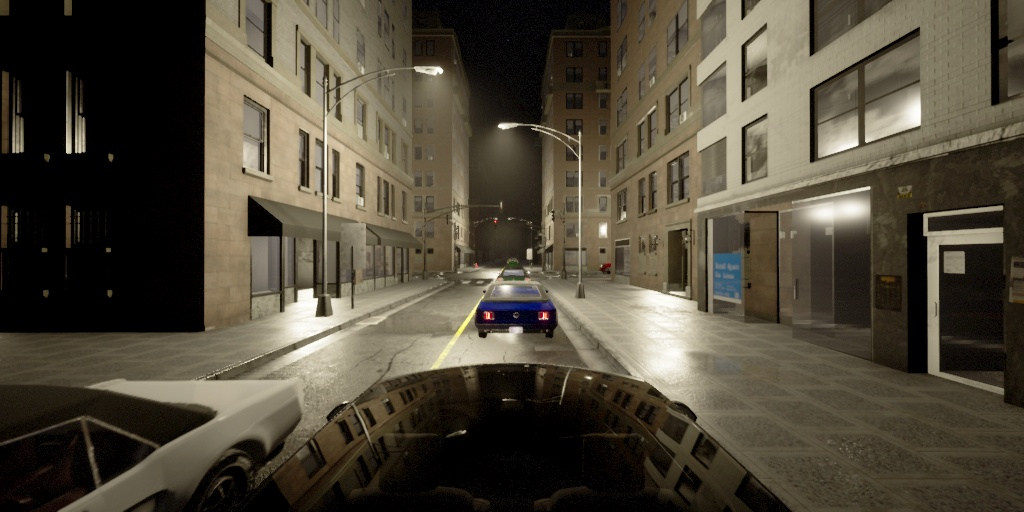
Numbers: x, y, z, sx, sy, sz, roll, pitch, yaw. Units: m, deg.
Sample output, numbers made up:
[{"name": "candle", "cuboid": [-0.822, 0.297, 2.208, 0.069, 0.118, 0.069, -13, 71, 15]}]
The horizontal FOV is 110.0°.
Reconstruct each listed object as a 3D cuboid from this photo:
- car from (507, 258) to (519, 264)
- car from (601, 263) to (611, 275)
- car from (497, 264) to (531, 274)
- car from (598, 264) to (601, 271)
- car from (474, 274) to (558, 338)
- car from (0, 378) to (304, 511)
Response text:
[{"name": "car", "cuboid": [0.113, 1.163, 63.207, 2.097, 1.767, 4.553, 0, 0, 0]}, {"name": "car", "cuboid": [12.444, 1.322, 37.395, 5.357, 1.411, 2.033, 0, 0, 0]}, {"name": "car", "cuboid": [0.092, 1.320, 20.032, 1.994, 1.385, 4.181, 0, 0, 0]}, {"name": "car", "cuboid": [12.256, 1.099, 39.928, 5.009, 1.841, 2.192, 0, 0, 0]}, {"name": "car", "cuboid": [0.099, 1.352, 10.142, 1.895, 1.301, 4.718, 0, 0, 0]}, {"name": "car", "cuboid": [-2.852, 1.351, 1.083, 1.895, 1.301, 4.718, 0, 0, 0]}]
